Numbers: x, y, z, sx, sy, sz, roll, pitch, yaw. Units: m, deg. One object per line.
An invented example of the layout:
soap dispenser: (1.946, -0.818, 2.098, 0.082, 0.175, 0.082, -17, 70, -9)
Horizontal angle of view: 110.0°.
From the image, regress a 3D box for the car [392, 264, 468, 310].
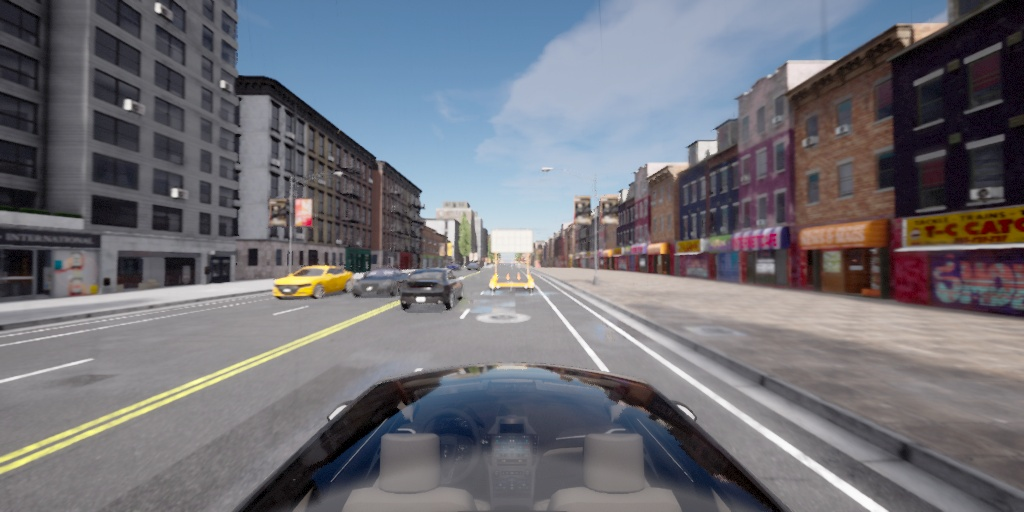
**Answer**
car: (-3.151, 1.261, 14.822, 1.837, 1.490, 4.892, 0, 0, 0)

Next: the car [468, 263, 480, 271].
car: (-6.513, 1.837, 60.731, 2.033, 1.411, 5.357, 0, -1, 1)

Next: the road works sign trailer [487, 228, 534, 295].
road works sign trailer: (0.002, 0.239, 19.951, 2.380, 3.560, 2.880, 0, 0, 0)

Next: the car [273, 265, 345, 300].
car: (-9.847, 1.246, 18.195, 1.882, 1.535, 5.008, 0, 0, 0)

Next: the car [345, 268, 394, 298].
car: (-6.596, 1.333, 18.605, 1.994, 1.385, 4.181, 0, 0, 0)
